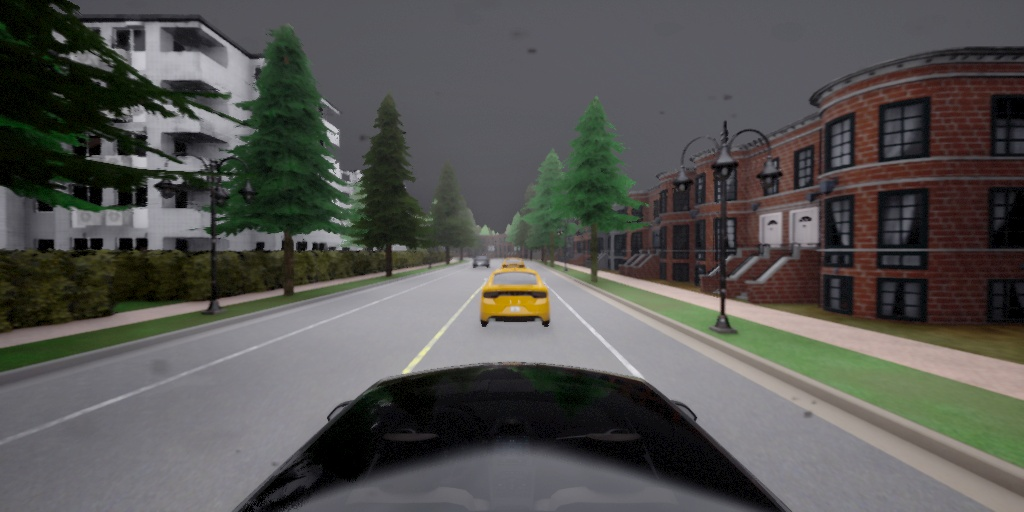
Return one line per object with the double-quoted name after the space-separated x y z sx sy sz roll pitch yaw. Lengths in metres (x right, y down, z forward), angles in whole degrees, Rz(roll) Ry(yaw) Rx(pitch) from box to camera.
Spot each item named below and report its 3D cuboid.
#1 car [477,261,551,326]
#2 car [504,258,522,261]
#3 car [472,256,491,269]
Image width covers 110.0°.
0.087 1.102 11.225 1.882 1.535 5.008 0 1 0 "car"
0.099 0.872 28.666 1.882 1.535 5.008 0 1 0 "car"
-3.574 0.703 42.521 2.128 1.511 4.902 0 1 0 "car"
